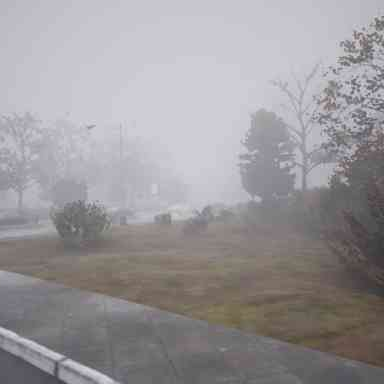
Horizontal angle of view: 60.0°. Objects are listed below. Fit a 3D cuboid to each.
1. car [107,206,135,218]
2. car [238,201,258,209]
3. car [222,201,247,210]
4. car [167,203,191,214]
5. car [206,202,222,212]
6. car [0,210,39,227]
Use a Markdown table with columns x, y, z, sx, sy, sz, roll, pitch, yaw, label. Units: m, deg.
| x | y | z | sx | sy | sz | roll | pitch | yaw | label |
| --- | --- | --- | --- | --- | --- | --- | --- | --- | --- |
| -8.666 | 2.370 | 38.691 | 1.812 | 1.442 | 4.674 | -3 | -2 | 32 | car |
| 10.439 | 2.411 | 62.098 | 1.837 | 1.490 | 4.892 | -3 | -2 | 33 | car |
| 7.114 | 2.196 | 50.324 | 2.033 | 1.411 | 5.357 | -3 | -2 | 32 | car |
| -1.860 | 2.444 | 49.505 | 1.812 | 1.442 | 4.674 | -3 | -2 | 33 | car |
| 3.910 | 2.300 | 51.808 | 1.837 | 1.490 | 4.892 | -3 | -2 | 32 | car |
| -15.460 | 2.302 | 28.121 | 2.128 | 1.511 | 4.902 | -3 | -2 | 33 | car |
